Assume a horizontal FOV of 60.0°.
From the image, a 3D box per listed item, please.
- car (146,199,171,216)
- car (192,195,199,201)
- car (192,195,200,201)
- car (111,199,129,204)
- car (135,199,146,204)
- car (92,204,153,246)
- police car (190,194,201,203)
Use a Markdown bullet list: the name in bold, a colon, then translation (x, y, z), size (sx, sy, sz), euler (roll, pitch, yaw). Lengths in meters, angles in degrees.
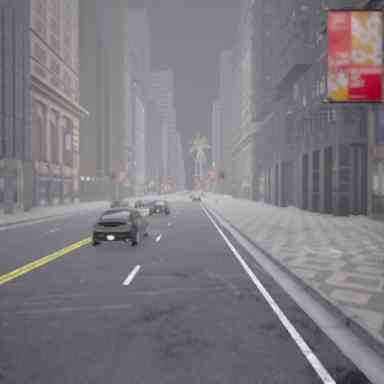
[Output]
- **car**: translation (-3.150, 1.545, 33.081), size (1.812, 1.442, 4.674), euler (0, 0, 0)
- **car**: translation (0.973, 1.499, 87.689), size (1.812, 1.442, 4.674), euler (0, 0, 0)
- **car**: translation (0.973, 1.507, 81.689), size (1.812, 1.442, 4.674), euler (0, 0, 0)
- **car**: translation (-9.819, 1.581, 45.450), size (1.994, 1.385, 4.181), euler (0, 0, 0)
- **car**: translation (-6.570, 1.581, 45.158), size (1.994, 1.385, 4.181), euler (0, 0, 0)
- **car**: translation (-3.150, 1.516, 15.310), size (1.837, 1.490, 4.892), euler (0, 0, 0)
- **police car**: translation (0.973, 1.419, 71.799), size (1.930, 1.638, 5.238), euler (0, 0, 0)
